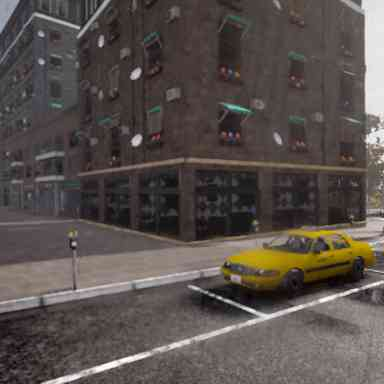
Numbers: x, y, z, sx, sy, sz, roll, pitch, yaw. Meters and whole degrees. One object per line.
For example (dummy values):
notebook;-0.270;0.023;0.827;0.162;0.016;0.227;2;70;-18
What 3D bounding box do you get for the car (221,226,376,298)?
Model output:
car;2.925;1.596;8.662;4.829;1.417;1.752;1;-1;-35
